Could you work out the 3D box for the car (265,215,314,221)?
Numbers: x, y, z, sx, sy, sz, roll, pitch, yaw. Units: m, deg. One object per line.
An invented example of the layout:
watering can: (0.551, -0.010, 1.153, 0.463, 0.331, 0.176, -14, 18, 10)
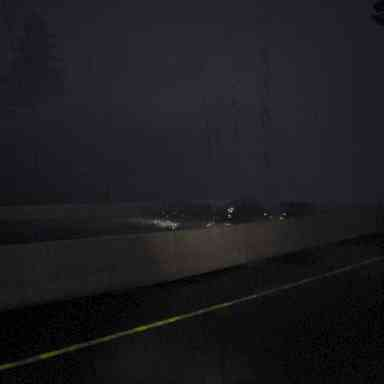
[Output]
car: (6.934, 1.373, 23.373, 4.892, 1.490, 1.837, -1, 0, -42)
